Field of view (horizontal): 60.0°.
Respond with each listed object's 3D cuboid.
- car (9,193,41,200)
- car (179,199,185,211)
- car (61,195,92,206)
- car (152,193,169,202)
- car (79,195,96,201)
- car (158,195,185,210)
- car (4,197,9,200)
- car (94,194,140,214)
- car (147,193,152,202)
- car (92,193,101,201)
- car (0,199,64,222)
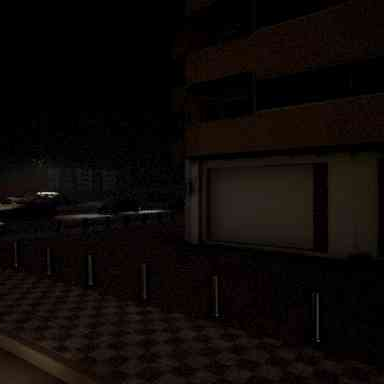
[{"bbox_3d":[-34.038,1.208,67.887,1.932,1.855,4.605,0,0,35],"label":"car"},{"bbox_3d":[1.093,1.656,35.768,1.895,1.301,4.718,0,0,35],"label":"car"},{"bbox_3d":[-20.192,1.451,58.200,1.970,1.475,3.806,0,0,35],"label":"car"},{"bbox_3d":[-5.563,1.209,69.179,1.932,1.855,4.605,0,0,35],"label":"car"},{"bbox_3d":[-26.292,1.450,83.882,1.970,1.475,3.806,0,0,35],"label":"car"},{"bbox_3d":[-1.748,1.547,44.225,2.128,1.511,4.902,0,0,35],"label":"car"},{"bbox_3d":[-36.365,1.419,69.612,1.784,1.438,3.905,0,0,35],"label":"car"},{"bbox_3d":[-7.743,1.407,35.712,2.097,1.767,4.553,0,0,35],"label":"car"},{"bbox_3d":[-7.894,1.211,70.896,1.905,1.878,3.866,0,0,35],"label":"car"},{"bbox_3d":[-23.935,1.211,82.200,1.905,1.878,3.866,0,0,35],"label":"car"},{"bbox_3d":[-13.421,1.581,27.596,1.812,1.442,4.674,0,0,35],"label":"car"}]
